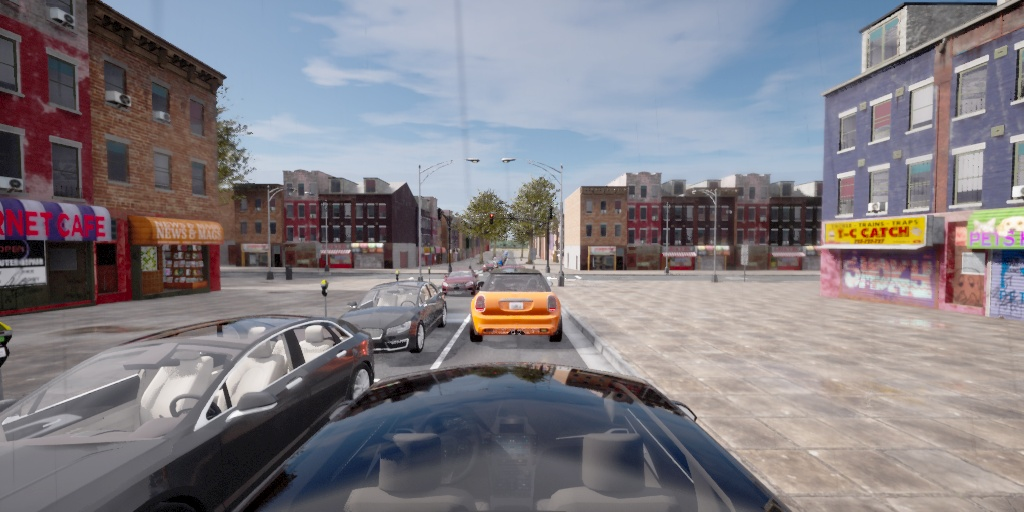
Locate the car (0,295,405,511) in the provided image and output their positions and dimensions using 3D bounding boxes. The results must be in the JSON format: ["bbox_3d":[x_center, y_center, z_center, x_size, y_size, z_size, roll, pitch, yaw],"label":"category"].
[{"bbox_3d":[-2.643,1.300,3.147,2.007,1.370,4.403,0,0,0],"label":"car"}]

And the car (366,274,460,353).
[{"bbox_3d":[-2.653,1.299,8.596,2.007,1.370,4.403,0,0,0],"label":"car"}]

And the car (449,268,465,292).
[{"bbox_3d":[-2.673,1.337,19.490,1.802,1.307,4.207,0,0,0],"label":"car"}]

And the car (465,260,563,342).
[{"bbox_3d":[0.085,1.101,9.905,2.097,1.767,4.553,0,0,0],"label":"car"}]

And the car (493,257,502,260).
[{"bbox_3d":[-2.722,1.246,46.265,1.967,1.591,4.097,0,0,0],"label":"car"}]
